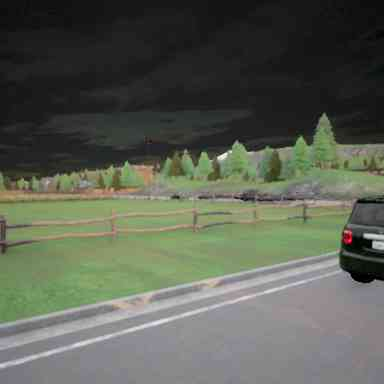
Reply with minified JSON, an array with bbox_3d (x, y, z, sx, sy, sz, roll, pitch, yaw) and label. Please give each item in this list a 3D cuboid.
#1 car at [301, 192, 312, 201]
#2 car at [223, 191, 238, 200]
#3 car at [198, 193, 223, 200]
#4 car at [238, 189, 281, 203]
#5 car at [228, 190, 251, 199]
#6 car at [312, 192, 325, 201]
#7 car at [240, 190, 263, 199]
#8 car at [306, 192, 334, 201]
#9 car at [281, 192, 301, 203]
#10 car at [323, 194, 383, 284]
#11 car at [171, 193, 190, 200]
[{"bbox_3d":[15.988,0.766,52.895,1.837,1.490,4.892,-1,1,-36],"label":"car"},{"bbox_3d":[6.440,0.865,66.047,1.895,1.301,4.718,-1,1,-36],"label":"car"},{"bbox_3d":[3.265,0.924,64.454,1.895,1.301,4.718,-1,1,-36],"label":"car"},{"bbox_3d":[9.885,0.599,49.357,2.150,2.045,5.566,-1,1,-36],"label":"car"},{"bbox_3d":[9.619,0.566,67.651,2.097,1.767,4.553,-1,1,-36],"label":"car"},{"bbox_3d":[19.156,0.728,54.502,1.812,1.442,4.674,-1,1,-36],"label":"car"},{"bbox_3d":[12.469,0.499,69.697,2.097,1.767,4.553,-1,1,-36],"label":"car"},{"bbox_3d":[21.821,0.707,56.811,1.994,1.385,4.181,-1,1,-36],"label":"car"},{"bbox_3d":[13.574,0.922,50.258,1.895,1.301,4.718,-1,1,-36],"label":"car"},{"bbox_3d":[5.741,1.066,7.847,5.566,2.045,2.150,-1,1,-36],"label":"car"},{"bbox_3d":[-2.379,0.878,66.288,2.128,1.511,4.902,-1,1,-36],"label":"car"}]
